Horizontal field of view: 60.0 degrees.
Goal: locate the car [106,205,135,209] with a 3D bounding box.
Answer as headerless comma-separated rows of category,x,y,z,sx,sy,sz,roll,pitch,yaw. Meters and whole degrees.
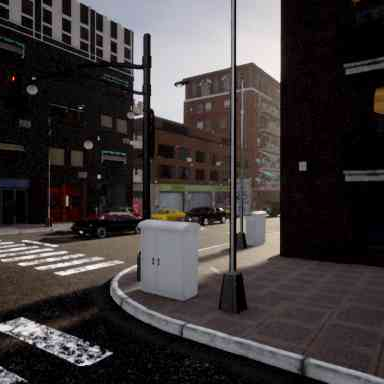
car,-5.449,1.758,23.162,1.967,1.590,4.097,-1,-2,35

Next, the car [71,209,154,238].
car,-4.699,1.881,19.684,1.895,1.301,4.718,0,-1,35

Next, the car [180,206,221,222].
car,0.871,2.092,32.218,1.947,1.339,4.313,-1,-2,35

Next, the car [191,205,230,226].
car,1.226,1.979,28.174,1.837,1.490,4.892,0,-1,35

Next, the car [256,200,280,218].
car,9.819,1.976,40.461,2.150,2.045,5.566,0,0,35

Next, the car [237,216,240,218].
car,3.935,2.153,36.609,1.752,1.417,4.829,-1,-2,35

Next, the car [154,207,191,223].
car,-2.386,1.944,27.550,1.752,1.417,4.829,-1,-2,35
